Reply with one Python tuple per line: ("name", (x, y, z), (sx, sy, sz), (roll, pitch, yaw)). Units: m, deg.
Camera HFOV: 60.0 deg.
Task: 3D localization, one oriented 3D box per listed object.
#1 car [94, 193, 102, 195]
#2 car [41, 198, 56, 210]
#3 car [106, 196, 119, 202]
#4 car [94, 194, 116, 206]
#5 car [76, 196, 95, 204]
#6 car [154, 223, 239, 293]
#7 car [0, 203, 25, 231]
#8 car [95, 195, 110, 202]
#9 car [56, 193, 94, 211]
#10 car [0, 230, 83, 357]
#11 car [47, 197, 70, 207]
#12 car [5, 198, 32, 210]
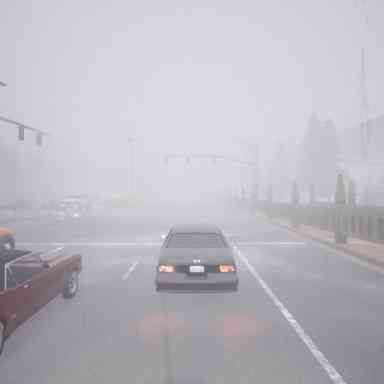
("car", (-17.628, 1.223, 60.461), (2.150, 2.045, 5.566), (0, 0, 0))
("car", (-17.641, 1.601, 42.896), (1.895, 1.301, 4.718), (0, 0, 0))
("car", (-17.580, 1.524, 73.590), (1.812, 1.442, 4.674), (0, 0, 0))
("car", (-14.146, 1.525, 53.779), (1.812, 1.442, 4.674), (0, 0, 0))
("car", (-21.072, 1.547, 66.118), (2.033, 1.411, 5.357), (0, 0, 0))
("car", (0.090, 1.547, 8.994), (2.033, 1.411, 5.357), (0, 0, 0))
("car", (-6.910, 1.352, 9.201), (2.097, 1.767, 4.553), (0, 0, 0))
("car", (-21.085, 1.534, 78.396), (2.033, 1.411, 5.357), (0, 0, 0))
("car", (-14.149, 1.221, 40.636), (2.150, 2.045, 5.566), (0, 0, 0))
("car", (-3.406, 1.601, 5.537), (1.895, 1.301, 4.718), (0, 0, 0))
("car", (-21.144, 1.563, 52.887), (1.994, 1.385, 4.181), (0, 0, 0))
("car", (-21.559, 1.526, 40.694), (1.812, 1.442, 4.674), (0, 0, 7))
